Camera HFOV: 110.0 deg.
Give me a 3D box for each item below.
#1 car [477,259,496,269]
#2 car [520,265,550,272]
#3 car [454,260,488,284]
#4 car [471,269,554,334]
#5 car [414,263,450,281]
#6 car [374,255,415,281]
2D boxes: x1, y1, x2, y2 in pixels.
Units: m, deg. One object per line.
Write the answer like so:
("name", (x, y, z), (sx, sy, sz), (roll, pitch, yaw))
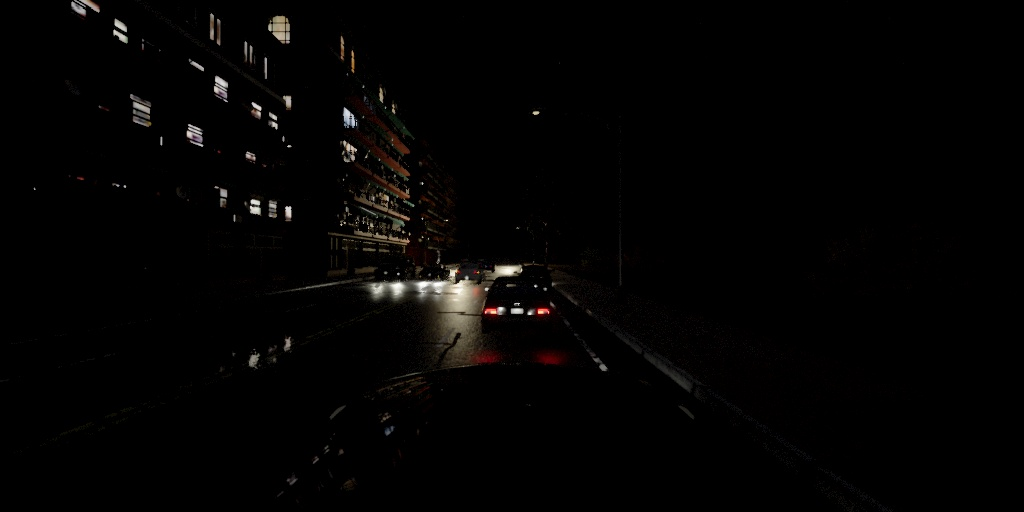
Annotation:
("car", (-3.072, 1.298, 44.617), (2.033, 1.411, 5.357), (0, 0, 0))
("car", (1.173, 1.257, 20.323), (1.837, 1.490, 4.892), (0, 0, 0))
("car", (-3.102, 1.278, 26.928), (1.812, 1.442, 4.674), (0, 0, 0))
("car", (0.118, 1.299, 10.634), (2.033, 1.411, 5.357), (0, 0, 0))
("car", (-6.545, 1.316, 30.432), (1.994, 1.385, 4.181), (0, 0, 0))
("car", (-9.795, 0.973, 30.591), (2.150, 2.045, 5.566), (0, 0, 0))
